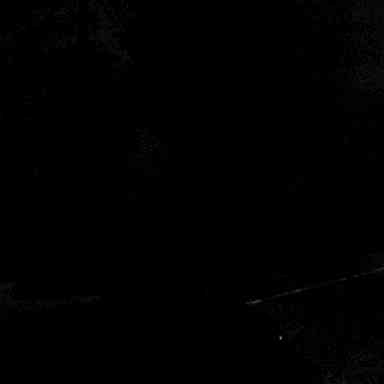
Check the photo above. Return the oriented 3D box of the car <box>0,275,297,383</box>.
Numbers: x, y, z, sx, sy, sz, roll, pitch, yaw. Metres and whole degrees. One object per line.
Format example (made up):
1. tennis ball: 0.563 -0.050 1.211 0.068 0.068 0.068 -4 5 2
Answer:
1. car: -1.067 1.533 2.983 4.674 1.442 1.812 1 -1 -35
